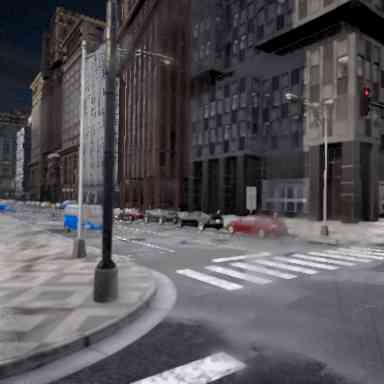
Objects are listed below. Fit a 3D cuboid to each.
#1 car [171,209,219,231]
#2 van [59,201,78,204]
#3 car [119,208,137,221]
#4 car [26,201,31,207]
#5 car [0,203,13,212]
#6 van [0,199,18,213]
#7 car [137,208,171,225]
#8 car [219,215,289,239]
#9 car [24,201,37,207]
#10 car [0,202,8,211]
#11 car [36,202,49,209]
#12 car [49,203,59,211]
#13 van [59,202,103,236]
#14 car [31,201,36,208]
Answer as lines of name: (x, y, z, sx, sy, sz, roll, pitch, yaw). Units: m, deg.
car: (0.589, 2.075, 24.725, 1.947, 1.339, 4.313, 1, -1, -36)
van: (-19.099, 2.274, 52.312, 1.690, 1.788, 3.998, 1, -1, -36)
car: (-5.974, 2.234, 33.919, 1.802, 1.307, 4.206, 1, -1, -36)
car: (-35.509, 2.827, 75.294, 2.008, 1.369, 4.403, 1, -1, -36)
car: (-29.317, 2.364, 51.949, 1.947, 1.339, 4.313, 1, -1, -36)
van: (-26.033, 2.070, 47.357, 1.690, 1.788, 3.998, 1, -1, -36)
car: (-2.692, 2.132, 29.323, 2.008, 1.369, 4.403, 1, -1, -36)
car: (3.871, 2.019, 20.128, 1.802, 1.307, 4.206, 1, -1, -36)
car: (-38.792, 2.895, 79.891, 2.008, 1.369, 4.403, 1, -1, -36)
car: (-32.598, 2.412, 56.547, 1.887, 1.381, 4.507, 1, -1, -36)
car: (-29.045, 2.667, 66.238, 1.752, 1.417, 4.829, 1, -1, -36)
car: (-22.383, 2.553, 56.906, 2.008, 1.369, 4.403, 1, -1, -36)
van: (-6.342, 1.647, 19.773, 1.690, 1.788, 3.998, 1, -1, -36)
car: (-32.228, 2.759, 70.696, 2.008, 1.369, 4.403, 1, -1, -36)
